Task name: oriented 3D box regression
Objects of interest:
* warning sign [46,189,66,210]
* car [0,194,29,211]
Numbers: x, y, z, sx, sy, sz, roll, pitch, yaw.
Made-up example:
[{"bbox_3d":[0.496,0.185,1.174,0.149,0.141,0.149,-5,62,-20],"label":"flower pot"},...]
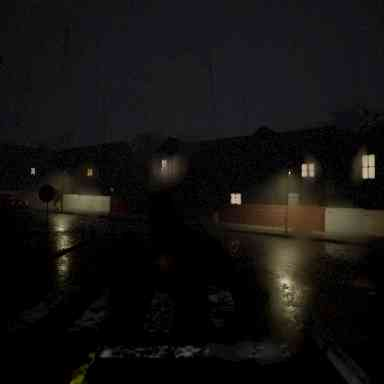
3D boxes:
[{"bbox_3d":[-12.275,0.690,30.078,1.060,1.860,1.300,-1,1,32],"label":"warning sign"},{"bbox_3d":[-17.076,0.928,30.288,5.357,1.411,2.033,2,0,32],"label":"car"}]
